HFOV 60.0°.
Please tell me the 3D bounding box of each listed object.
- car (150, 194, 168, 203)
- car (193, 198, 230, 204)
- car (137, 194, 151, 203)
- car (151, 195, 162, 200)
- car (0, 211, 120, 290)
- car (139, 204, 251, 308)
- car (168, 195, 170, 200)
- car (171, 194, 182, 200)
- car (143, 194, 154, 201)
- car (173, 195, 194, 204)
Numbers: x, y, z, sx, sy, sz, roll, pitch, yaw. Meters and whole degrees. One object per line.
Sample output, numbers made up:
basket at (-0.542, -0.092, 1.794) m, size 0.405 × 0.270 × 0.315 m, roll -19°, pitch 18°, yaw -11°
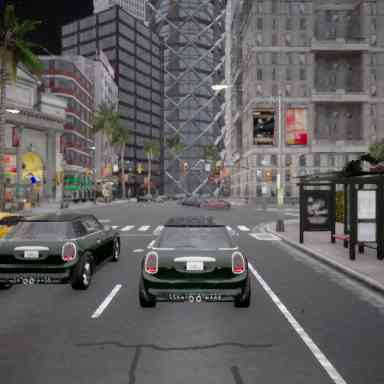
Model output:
car at (-6.981, 1.525, 70.499) m, size 2.128 × 1.511 × 4.902 m, roll 0°, pitch 0°, yaw 0°
car at (2.762, 1.564, 42.607) m, size 4.181 × 1.385 × 1.994 m, roll 0°, pitch 0°, yaw -13°
car at (-10.481, 1.595, 70.455) m, size 1.895 × 1.301 × 4.718 m, roll 0°, pitch 0°, yaw 0°
car at (-9.632, 1.595, 90.920) m, size 1.895 × 1.301 × 4.718 m, roll 0°, pitch 0°, yaw 10°
car at (-3.427, 1.352, 9.247) m, size 2.097 × 1.767 × 4.553 m, roll 0°, pitch 0°, yaw 0°
car at (0.066, 1.352, 8.104) m, size 2.097 × 1.767 × 4.553 m, roll 0°, pitch 0°, yaw 0°
car at (-6.976, 1.524, 80.676) m, size 1.812 × 1.442 × 4.674 m, roll 0°, pitch 0°, yaw 0°
car at (-3.269, 1.355, 85.896) m, size 2.097 × 1.767 × 4.553 m, roll 0°, pitch 0°, yaw 7°
car at (-10.475, 1.355, 80.750) m, size 2.097 × 1.767 × 4.553 m, roll 0°, pitch 0°, yaw 0°
car at (0.242, 1.547, 50.136) m, size 5.357 × 1.411 × 2.033 m, roll 0°, pitch 0°, yaw 38°
